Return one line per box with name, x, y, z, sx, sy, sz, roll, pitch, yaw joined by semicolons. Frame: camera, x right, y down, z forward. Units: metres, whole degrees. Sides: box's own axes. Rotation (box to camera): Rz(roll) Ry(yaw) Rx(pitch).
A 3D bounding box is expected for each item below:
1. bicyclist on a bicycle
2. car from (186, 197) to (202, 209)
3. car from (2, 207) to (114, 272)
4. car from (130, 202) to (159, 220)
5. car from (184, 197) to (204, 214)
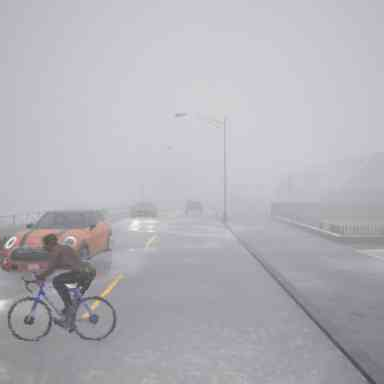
bicyclist on a bicycle;-1.957;1.451;4.989;1.656;1.620;0.582;-1;0;0
car;0.249;1.491;46.075;2.128;1.511;4.902;0;0;1
car;-4.047;1.352;10.779;2.097;1.767;4.553;0;0;0
car;-3.949;1.564;28.419;1.994;1.385;4.181;0;0;0
car;0.228;1.504;36.036;1.837;1.490;4.892;0;0;0
